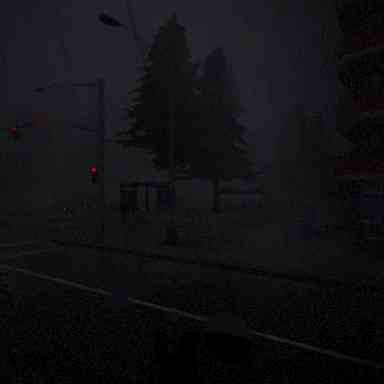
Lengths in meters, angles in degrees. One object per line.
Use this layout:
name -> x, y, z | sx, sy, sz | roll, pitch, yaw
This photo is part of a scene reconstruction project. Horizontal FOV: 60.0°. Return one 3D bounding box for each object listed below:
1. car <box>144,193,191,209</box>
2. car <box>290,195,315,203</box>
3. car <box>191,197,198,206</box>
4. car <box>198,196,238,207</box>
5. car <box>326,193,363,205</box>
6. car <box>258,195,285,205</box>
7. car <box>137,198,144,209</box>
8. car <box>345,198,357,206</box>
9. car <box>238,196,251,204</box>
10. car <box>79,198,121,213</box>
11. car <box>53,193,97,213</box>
car -> -2.948, 1.144, 42.054 | 2.150, 2.045, 5.566 | 0, 0, 37
car -> 16.926, 1.282, 49.926 | 4.553, 1.767, 2.097 | 0, 0, -28
car -> -0.388, 1.445, 50.346 | 4.674, 1.442, 1.812 | 0, 0, -45
car -> 3.975, 1.470, 49.844 | 5.357, 1.411, 2.033 | 0, 0, -42
car -> 25.934, 1.153, 56.623 | 5.566, 2.045, 2.150 | 0, 0, -9
car -> 12.399, 1.280, 51.514 | 4.553, 1.767, 2.097 | 0, 0, -32
car -> -6.251, 1.445, 43.369 | 1.812, 1.442, 4.674 | 0, 0, 37
car -> 26.530, 1.481, 53.126 | 5.357, 1.411, 2.033 | 0, 0, -9
car -> 7.844, 1.468, 57.144 | 5.357, 1.411, 2.033 | 0, 0, -32
car -> -8.711, 1.523, 34.186 | 1.895, 1.301, 4.718 | 0, 0, 36
car -> -11.950, 1.142, 35.670 | 2.150, 2.045, 5.566 | 0, 0, 36
